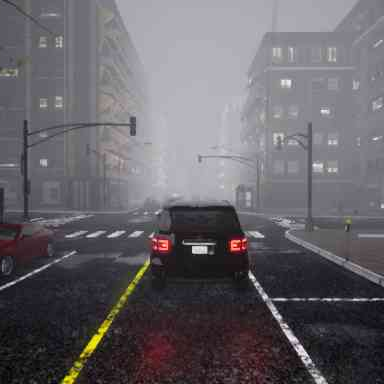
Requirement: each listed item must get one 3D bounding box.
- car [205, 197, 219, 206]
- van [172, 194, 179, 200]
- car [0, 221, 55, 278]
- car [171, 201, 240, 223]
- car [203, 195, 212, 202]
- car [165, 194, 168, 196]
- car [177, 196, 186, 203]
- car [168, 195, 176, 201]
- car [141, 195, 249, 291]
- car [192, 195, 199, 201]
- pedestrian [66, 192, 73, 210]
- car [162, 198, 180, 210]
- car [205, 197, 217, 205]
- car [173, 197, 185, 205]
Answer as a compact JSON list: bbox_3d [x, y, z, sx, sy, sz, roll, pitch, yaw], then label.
[{"bbox_3d":[3.237,1.549,53.667,2.008,1.369,4.403,0,0,1],"label":"car"},{"bbox_3d":[-4.730,1.340,93.229,1.690,1.788,3.998,0,0,1],"label":"van"},{"bbox_3d":[-5.600,1.581,10.074,1.802,1.307,4.206,0,0,1],"label":"car"},{"bbox_3d":[0.959,1.476,24.847,5.008,1.535,1.882,0,0,0],"label":"car"},{"bbox_3d":[3.473,1.440,76.220,1.967,1.590,4.097,0,0,1],"label":"car"},{"bbox_3d":[-4.967,1.314,70.675,2.192,1.841,5.009,0,0,1],"label":"car"},{"bbox_3d":[-2.259,1.522,71.954,1.812,1.442,4.674,0,0,1],"label":"car"},{"bbox_3d":[-4.849,1.525,81.782,1.752,1.417,4.829,0,0,1],"label":"car"},{"bbox_3d":[0.178,1.221,9.152,2.150,2.045,5.566,0,0,1],"label":"car"},{"bbox_3d":[0.856,1.478,82.752,1.882,1.535,5.008,0,0,1],"label":"car"},{"bbox_3d":[-12.374,0.902,33.550,0.375,1.860,0.375,0,-1,0],"label":"pedestrian"},{"bbox_3d":[-2.644,1.562,43.109,1.994,1.385,4.181,0,0,2],"label":"car"},{"bbox_3d":[3.296,1.543,59.304,1.887,1.381,4.507,0,0,1],"label":"car"},{"bbox_3d":[-2.428,1.563,61.649,1.994,1.385,4.181,0,0,1],"label":"car"}]
